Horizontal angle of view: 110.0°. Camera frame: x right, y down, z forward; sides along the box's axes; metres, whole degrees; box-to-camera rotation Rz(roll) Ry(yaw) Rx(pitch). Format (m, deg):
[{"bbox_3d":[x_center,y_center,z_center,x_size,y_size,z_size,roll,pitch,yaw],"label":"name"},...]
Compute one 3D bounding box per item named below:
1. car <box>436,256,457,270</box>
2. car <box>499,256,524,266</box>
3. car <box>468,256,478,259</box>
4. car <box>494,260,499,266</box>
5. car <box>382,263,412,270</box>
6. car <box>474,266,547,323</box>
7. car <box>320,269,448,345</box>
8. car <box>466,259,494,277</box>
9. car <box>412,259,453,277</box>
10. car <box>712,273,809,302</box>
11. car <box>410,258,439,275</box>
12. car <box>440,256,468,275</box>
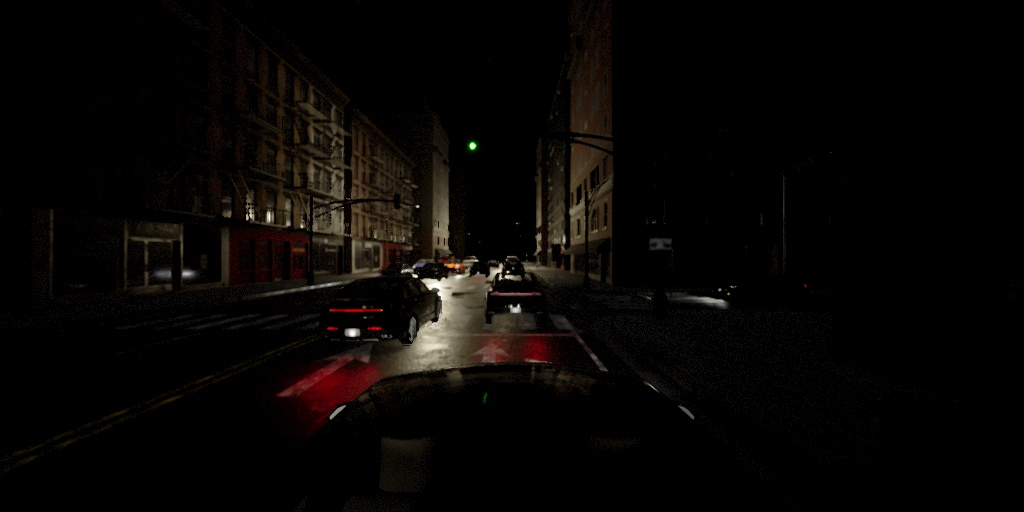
[{"bbox_3d":[-9.824,1.027,54.140,2.150,2.045,5.566,0,0,0],"label":"car"},{"bbox_3d":[0.101,1.142,34.888,2.097,1.767,4.553,0,0,0],"label":"car"},{"bbox_3d":[-6.556,1.036,57.161,2.150,2.045,5.566,0,0,1],"label":"car"},{"bbox_3d":[-3.228,1.381,62.124,1.994,1.385,4.181,0,0,0],"label":"car"},{"bbox_3d":[-9.878,1.334,31.072,2.033,1.411,5.357,0,0,-3],"label":"car"},{"bbox_3d":[0.102,1.260,12.184,2.128,1.511,4.902,0,0,0],"label":"car"},{"bbox_3d":[-3.151,1.266,9.501,1.837,1.490,4.892,0,0,0],"label":"car"},{"bbox_3d":[-3.148,1.296,35.950,1.837,1.490,4.892,0,0,0],"label":"car"},{"bbox_3d":[-6.595,1.263,30.251,1.882,1.535,5.008,0,0,0],"label":"car"},{"bbox_3d":[12.819,1.593,18.661,4.181,1.385,1.994,1,0,0],"label":"car"},{"bbox_3d":[-9.839,1.148,40.708,2.097,1.767,4.553,0,0,0],"label":"car"},{"bbox_3d":[-6.589,1.147,40.291,2.097,1.767,4.553,0,0,0],"label":"car"}]
